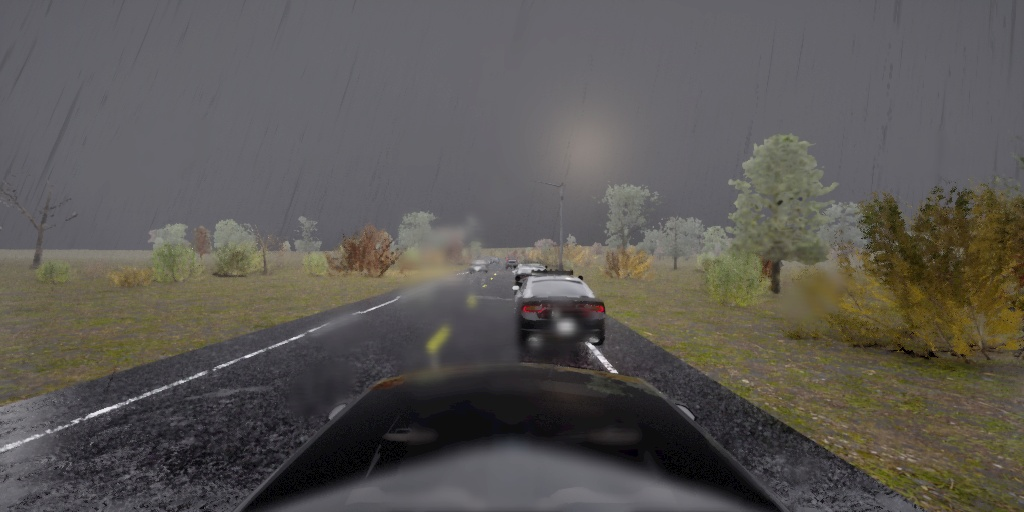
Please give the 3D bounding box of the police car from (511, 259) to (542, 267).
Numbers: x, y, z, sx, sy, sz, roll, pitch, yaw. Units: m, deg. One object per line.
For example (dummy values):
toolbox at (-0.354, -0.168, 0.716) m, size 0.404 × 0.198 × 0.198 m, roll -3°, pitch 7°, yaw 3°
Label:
police car at (1.046, 1.159, 19.557) m, size 1.930 × 1.638 × 5.238 m, roll 0°, pitch 0°, yaw 0°

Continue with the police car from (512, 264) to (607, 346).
police car at (1.049, 1.170, 9.555) m, size 1.930 × 1.638 × 5.238 m, roll 0°, pitch 0°, yaw 0°

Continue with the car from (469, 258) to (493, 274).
car at (-3.610, 1.186, 39.805) m, size 2.128 × 1.511 × 4.902 m, roll 0°, pitch 0°, yaw 0°

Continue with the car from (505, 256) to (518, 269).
car at (0.046, 1.165, 52.623) m, size 1.837 × 1.490 × 4.892 m, roll 0°, pitch 0°, yaw 0°
